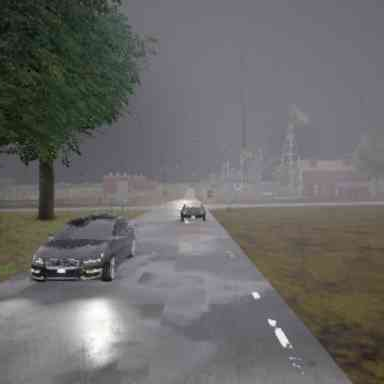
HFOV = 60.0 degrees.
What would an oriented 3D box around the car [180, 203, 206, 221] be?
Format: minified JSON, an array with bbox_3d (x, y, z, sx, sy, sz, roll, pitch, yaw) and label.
[{"bbox_3d":[0.091,1.500,26.082,1.895,1.301,4.718,0,0,0],"label":"car"}]

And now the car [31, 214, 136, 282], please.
[{"bbox_3d":[-2.845,1.458,9.687,1.837,1.490,4.892,0,0,0],"label":"car"}]
